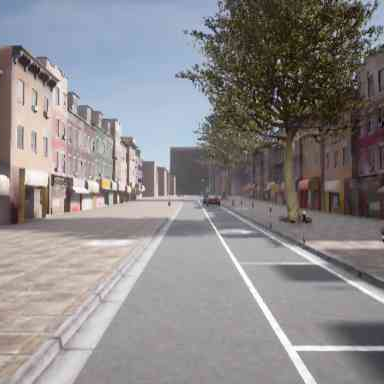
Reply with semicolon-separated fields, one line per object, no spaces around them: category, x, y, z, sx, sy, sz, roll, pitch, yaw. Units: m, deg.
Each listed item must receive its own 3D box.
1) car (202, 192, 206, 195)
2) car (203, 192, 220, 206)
car;2.982;0.944;55.612;2.150;2.045;5.566;0;0;0
car;3.015;1.240;48.579;1.882;1.535;5.008;0;0;0
